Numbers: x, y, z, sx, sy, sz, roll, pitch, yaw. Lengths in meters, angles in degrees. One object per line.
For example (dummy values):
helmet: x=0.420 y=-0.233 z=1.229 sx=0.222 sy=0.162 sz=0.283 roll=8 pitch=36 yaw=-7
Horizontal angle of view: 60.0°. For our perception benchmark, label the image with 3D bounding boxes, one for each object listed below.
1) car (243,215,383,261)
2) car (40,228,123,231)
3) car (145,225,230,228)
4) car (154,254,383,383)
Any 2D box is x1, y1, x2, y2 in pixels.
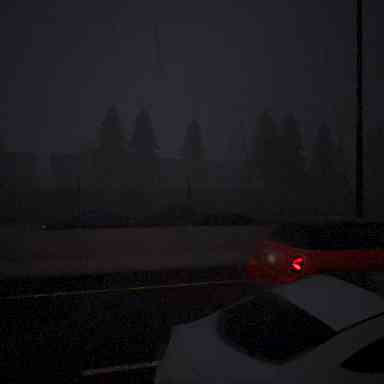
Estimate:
car: x=3.631 y=1.352 z=7.208 sx=4.553 sy=1.767 sz=2.097 roll=0 pitch=0 yaw=-16
car: x=-5.036 y=1.564 z=15.951 sx=4.181 sy=1.385 sz=1.994 roll=0 pitch=0 yaw=-15
car: x=0.967 y=1.547 z=13.858 sx=5.357 sy=1.411 sz=2.033 roll=0 pitch=0 yaw=-15
car: x=2.001 y=1.526 z=3.115 sx=4.674 sy=1.442 sz=1.812 roll=0 pitch=0 yaw=-15
